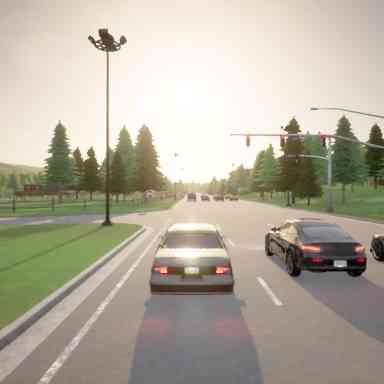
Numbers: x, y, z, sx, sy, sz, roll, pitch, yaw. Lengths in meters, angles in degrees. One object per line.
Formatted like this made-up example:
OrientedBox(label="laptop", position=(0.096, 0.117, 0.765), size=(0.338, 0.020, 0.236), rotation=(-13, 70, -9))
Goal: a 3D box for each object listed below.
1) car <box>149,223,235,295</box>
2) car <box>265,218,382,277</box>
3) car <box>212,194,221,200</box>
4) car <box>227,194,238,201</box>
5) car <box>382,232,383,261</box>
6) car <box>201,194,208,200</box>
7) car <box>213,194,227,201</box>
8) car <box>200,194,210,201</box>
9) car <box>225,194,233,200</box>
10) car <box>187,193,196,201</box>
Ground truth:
OrientedBox(label="car", position=(0.001, 1.547, 8.871), size=(2.033, 1.411, 5.357), rotation=(0, 0, 0))
OrientedBox(label="car", position=(3.515, 1.526, 10.149), size=(1.812, 1.442, 4.674), rotation=(0, 0, 0))
OrientedBox(label="car", position=(6.960, 1.372, 93.979), size=(2.033, 1.411, 5.357), rotation=(0, 0, 0))
OrientedBox(label="car", position=(10.464, 1.587, 84.007), size=(1.895, 1.301, 4.718), rotation=(0, 0, 0))
OrientedBox(label="car", position=(7.004, 1.564, 9.610), size=(1.994, 1.385, 4.181), rotation=(0, 0, 1))
OrientedBox(label="car", position=(3.460, 1.310, 93.978), size=(1.882, 1.535, 5.008), rotation=(0, 0, 0))
OrientedBox(label="car", position=(6.964, 1.347, 83.946), size=(2.097, 1.767, 4.553), rotation=(0, 0, 0))
OrientedBox(label="car", position=(3.464, 1.531, 83.558), size=(2.033, 1.411, 5.357), rotation=(0, 0, 0))
OrientedBox(label="car", position=(10.460, 1.356, 93.981), size=(1.812, 1.442, 4.674), rotation=(0, 0, 0))
OrientedBox(label="car", position=(-0.036, 1.217, 83.586), size=(2.150, 2.045, 5.566), rotation=(0, 0, 0))
